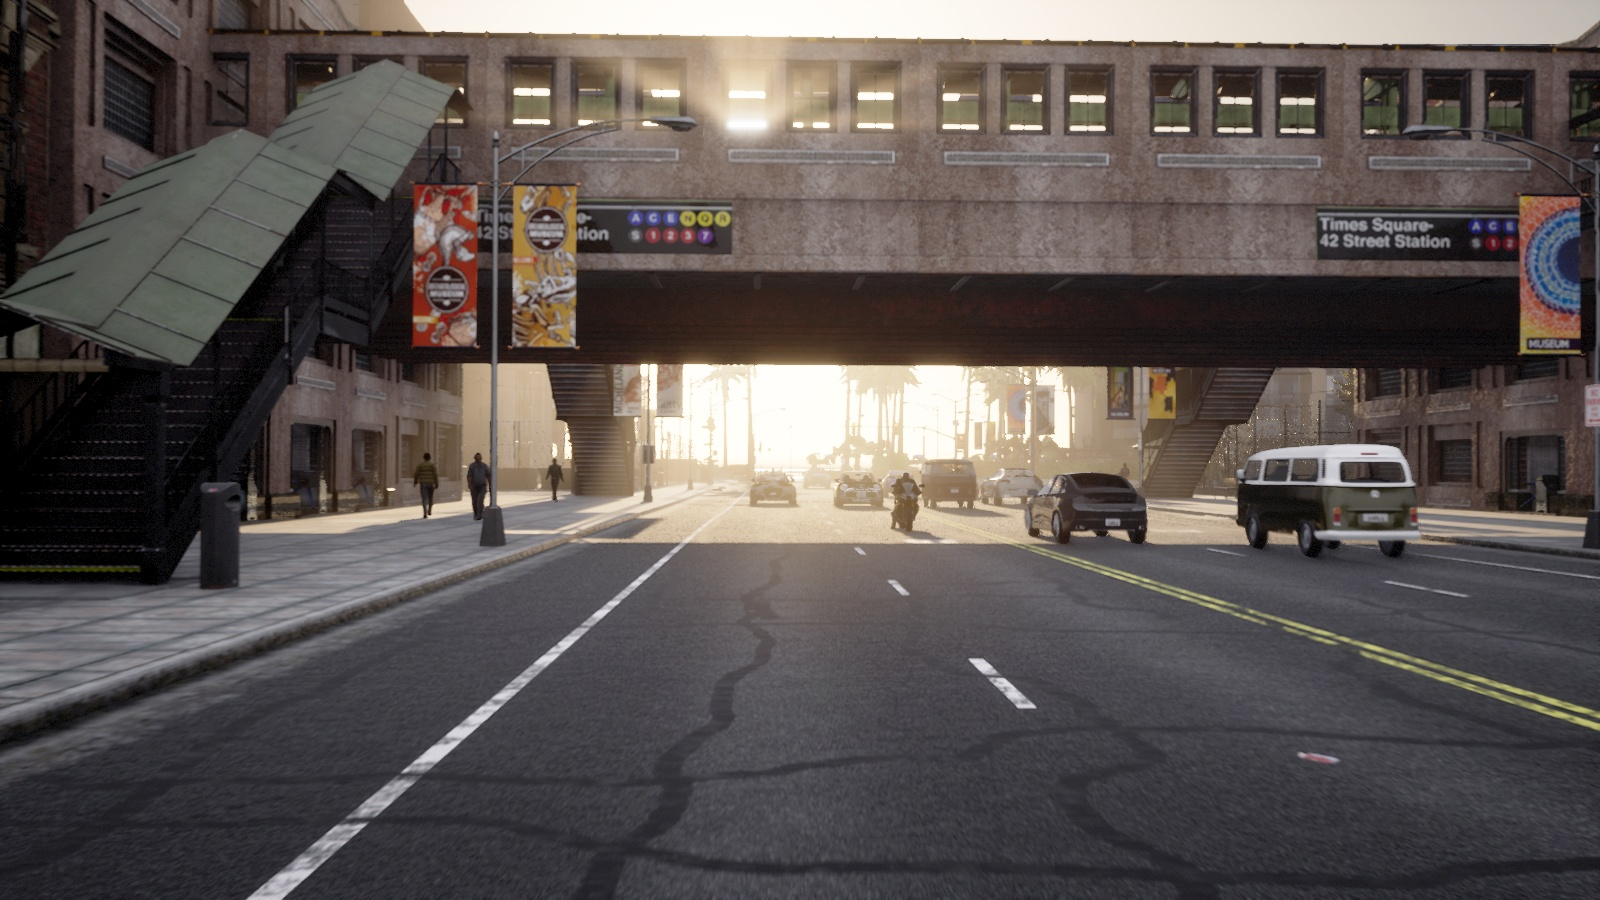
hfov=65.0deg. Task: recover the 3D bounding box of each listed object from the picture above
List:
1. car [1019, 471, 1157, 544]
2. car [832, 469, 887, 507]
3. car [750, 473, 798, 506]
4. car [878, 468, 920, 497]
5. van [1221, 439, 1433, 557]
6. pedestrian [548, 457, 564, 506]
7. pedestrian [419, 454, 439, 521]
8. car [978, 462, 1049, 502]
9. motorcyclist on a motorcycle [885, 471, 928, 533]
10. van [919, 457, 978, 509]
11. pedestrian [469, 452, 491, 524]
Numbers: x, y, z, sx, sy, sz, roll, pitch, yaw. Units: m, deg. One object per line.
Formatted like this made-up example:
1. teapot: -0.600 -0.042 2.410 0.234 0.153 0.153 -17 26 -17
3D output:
1. car: 6.325 1.213 28.179 1.837 1.490 4.892 0 -1 -2
2. car: 2.424 1.543 51.956 1.970 1.475 3.806 0 -1 -1
3. car: -1.139 1.699 54.902 1.994 1.385 4.181 0 -1 -1
4. car: 5.491 1.786 70.237 2.007 1.525 4.514 0 -1 0
5. van: 9.924 0.858 24.083 2.069 2.038 4.480 0 -1 -2
6. pedestrian: -9.820 1.260 50.545 0.423 1.949 0.788 0 -1 4
7. pedestrian: -10.175 1.021 34.454 0.431 1.840 0.709 0 -1 -10
8. car: 9.360 1.383 55.500 2.152 1.651 5.027 0 -1 -1
9. motorcyclist on a motorcycle: 2.726 1.319 32.327 0.866 1.530 2.191 0 -1 -1
10. van: 5.961 1.302 50.860 1.775 1.987 4.442 0 -1 -1
11. pedestrian: -8.344 0.988 32.709 0.540 1.848 0.694 0 -1 -16
